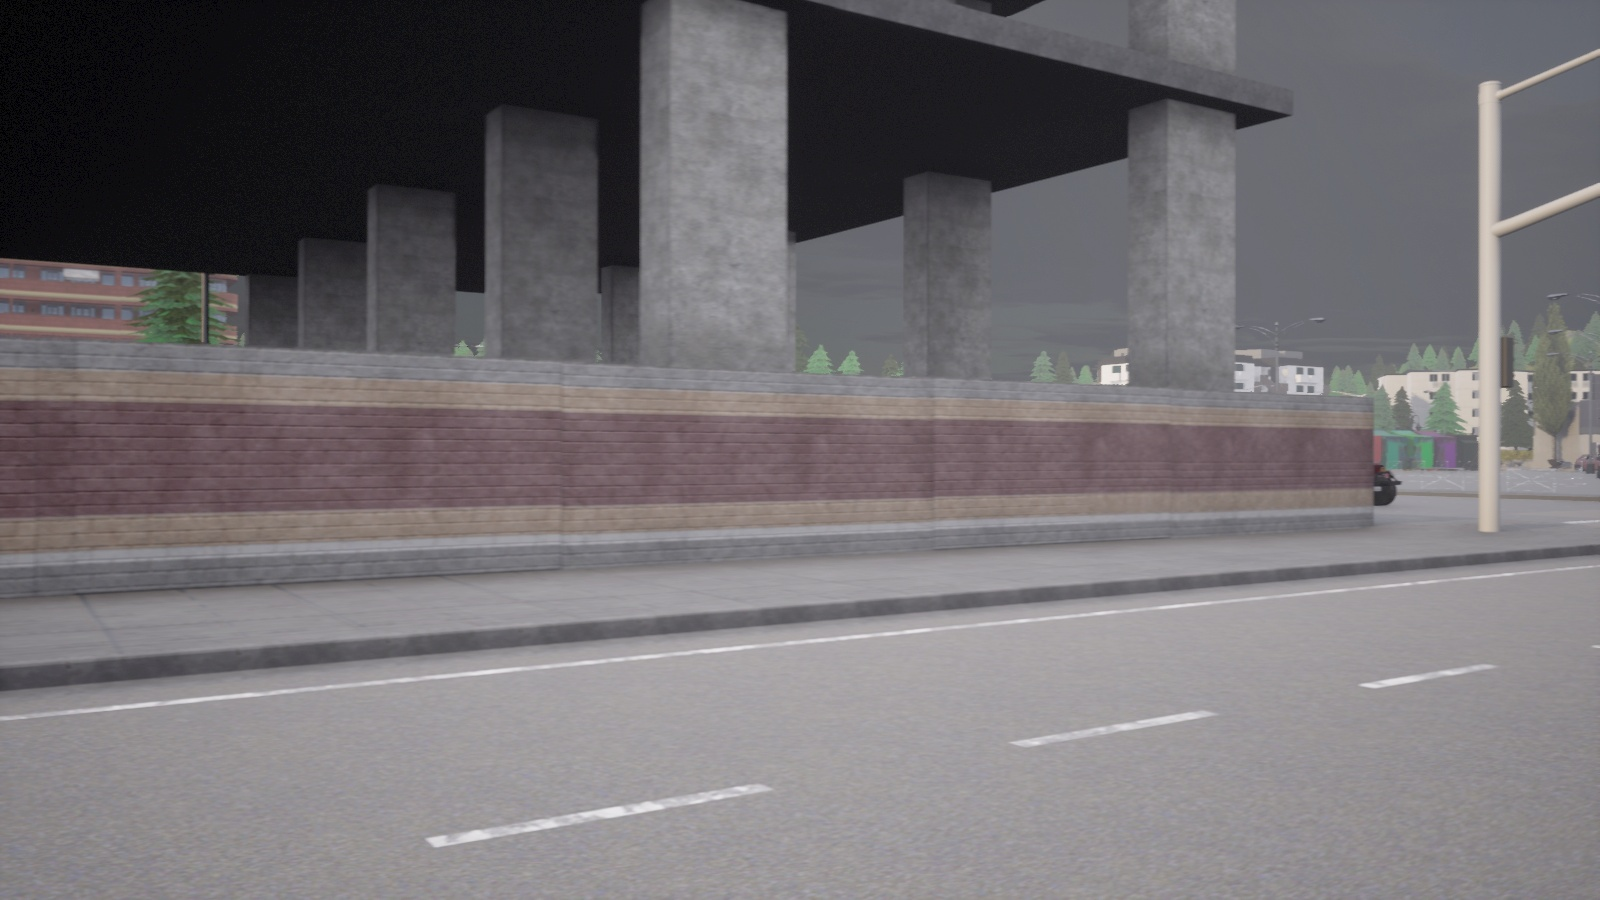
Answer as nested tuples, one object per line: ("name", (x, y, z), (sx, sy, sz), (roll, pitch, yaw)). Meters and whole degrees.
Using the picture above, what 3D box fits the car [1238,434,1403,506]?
("car", (14.528, 0.533, 35.222), (1.905, 1.878, 3.866), (0, 0, -33))
